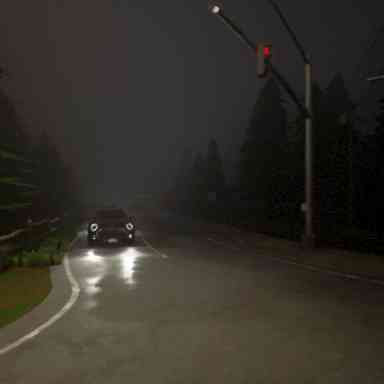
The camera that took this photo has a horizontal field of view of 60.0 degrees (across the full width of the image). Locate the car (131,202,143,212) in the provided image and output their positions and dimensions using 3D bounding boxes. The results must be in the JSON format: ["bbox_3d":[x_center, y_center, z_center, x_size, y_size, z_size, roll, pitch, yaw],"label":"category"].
[{"bbox_3d":[-8.539,2.332,50.979,2.128,1.511,4.902,0,-1,-12],"label":"car"}]

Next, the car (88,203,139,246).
[{"bbox_3d":[-4.145,1.618,16.993,2.097,1.767,4.553,0,-1,-16],"label":"car"}]

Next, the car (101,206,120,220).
[{"bbox_3d":[-8.765,2.187,35.900,1.895,1.301,4.718,0,-1,-13],"label":"car"}]

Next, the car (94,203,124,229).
[{"bbox_3d":[-6.458,1.774,26.162,2.097,1.767,4.553,0,-1,-13],"label":"car"}]

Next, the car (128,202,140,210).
[{"bbox_3d":[-10.667,2.570,60.732,1.994,1.385,4.181,0,-1,-11],"label":"car"}]
